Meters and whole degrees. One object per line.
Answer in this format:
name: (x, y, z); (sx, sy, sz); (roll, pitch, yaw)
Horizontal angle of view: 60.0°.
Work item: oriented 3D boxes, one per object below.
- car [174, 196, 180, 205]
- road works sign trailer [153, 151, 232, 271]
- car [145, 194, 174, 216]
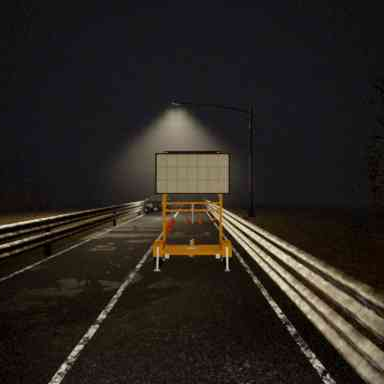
car: (-3.196, 1.500, 59.322); (1.882, 1.535, 5.008); (0, 0, 0)
road works sign trailer: (0.020, 0.469, 10.869); (2.380, 3.560, 2.880); (0, 0, 0)
car: (-3.320, 1.234, 33.320); (2.150, 2.045, 5.566); (0, 0, 0)
